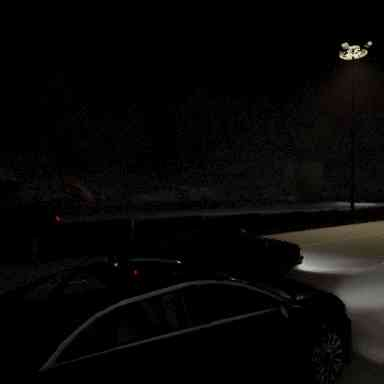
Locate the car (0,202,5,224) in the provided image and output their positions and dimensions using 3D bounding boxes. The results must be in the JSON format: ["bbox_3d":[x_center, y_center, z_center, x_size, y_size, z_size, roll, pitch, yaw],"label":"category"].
[{"bbox_3d":[-15.751,1.489,22.850,4.902,1.511,2.128,0,0,-35],"label":"car"}]

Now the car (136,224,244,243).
[{"bbox_3d":[0.464,1.527,8.369,5.357,1.411,2.033,0,0,-35],"label":"car"}]

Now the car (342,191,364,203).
[{"bbox_3d":[25.621,0.717,52.200,4.553,1.767,2.097,-2,1,-35],"label":"car"}]

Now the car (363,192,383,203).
[{"bbox_3d":[28.145,0.955,49.689,4.718,1.301,1.895,-2,1,-35],"label":"car"}]

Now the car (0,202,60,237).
[{"bbox_3d":[-8.441,1.346,15.164,4.553,1.767,2.097,0,0,-35],"label":"car"}]

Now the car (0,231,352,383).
[{"bbox_3d":[-0.202,1.485,3.599,4.902,1.511,2.128,0,0,-35],"label":"car"}]

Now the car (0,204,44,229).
[{"bbox_3d":[-12.429,1.541,20.918,5.357,1.411,2.033,0,0,-35],"label":"car"}]
